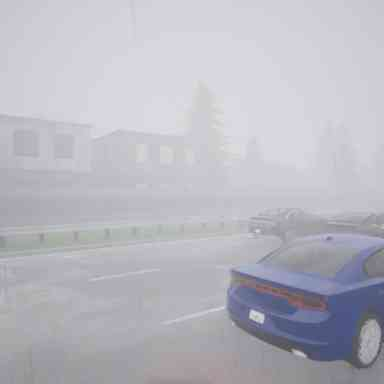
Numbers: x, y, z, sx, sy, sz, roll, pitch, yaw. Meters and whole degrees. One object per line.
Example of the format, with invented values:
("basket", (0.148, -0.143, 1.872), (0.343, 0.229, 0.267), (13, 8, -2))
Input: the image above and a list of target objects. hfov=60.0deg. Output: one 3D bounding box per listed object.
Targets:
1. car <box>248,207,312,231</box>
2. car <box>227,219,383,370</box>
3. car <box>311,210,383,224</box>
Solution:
("car", (4.810, 1.477, 15.772), (4.902, 1.511, 2.128), (0, 0, -35))
("car", (2.867, 1.472, 5.787), (5.008, 1.535, 1.882), (0, 0, -35))
("car", (7.059, 1.490, 13.077), (4.892, 1.490, 1.837), (0, 0, -35))
